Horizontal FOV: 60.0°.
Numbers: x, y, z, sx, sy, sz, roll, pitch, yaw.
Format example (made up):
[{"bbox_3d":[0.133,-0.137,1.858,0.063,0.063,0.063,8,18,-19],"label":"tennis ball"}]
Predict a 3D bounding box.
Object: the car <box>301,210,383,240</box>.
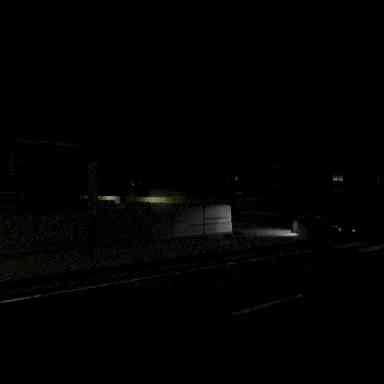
[{"bbox_3d":[8.048,1.552,15.846,5.357,1.411,2.033,0,0,22],"label":"car"}]
